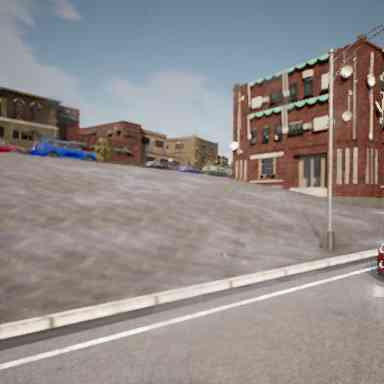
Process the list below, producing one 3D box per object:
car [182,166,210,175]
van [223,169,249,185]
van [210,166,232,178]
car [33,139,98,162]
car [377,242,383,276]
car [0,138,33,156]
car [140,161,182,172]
[{"bbox_3d":[-0.228,-2.475,41.682,2.002,1.452,4.674,0,-2,40],"label":"car"},{"bbox_3d":[6.737,-2.248,50.465,1.878,1.987,4.442,0,-2,38],"label":"van"},{"bbox_3d":[3.355,-2.502,46.085,1.878,1.987,4.442,0,-2,39],"label":"van"},{"bbox_3d":[-11.111,-3.334,29.189,2.435,2.045,5.566,0,-1,44],"label":"car"},{"bbox_3d":[6.883,1.360,8.799,4.553,1.767,2.097,0,0,-35],"label":"car"},{"bbox_3d":[-14.982,-3.355,25.126,2.185,1.767,4.553,0,-1,45],"label":"car"},{"bbox_3d":[-3.786,-2.686,37.437,2.002,1.452,4.674,0,-2,41],"label":"car"}]
